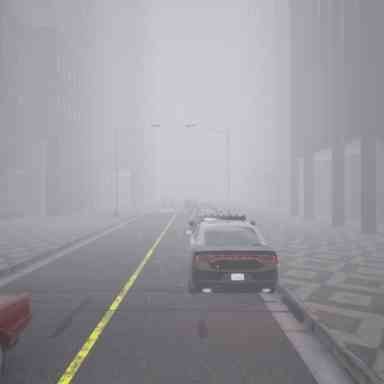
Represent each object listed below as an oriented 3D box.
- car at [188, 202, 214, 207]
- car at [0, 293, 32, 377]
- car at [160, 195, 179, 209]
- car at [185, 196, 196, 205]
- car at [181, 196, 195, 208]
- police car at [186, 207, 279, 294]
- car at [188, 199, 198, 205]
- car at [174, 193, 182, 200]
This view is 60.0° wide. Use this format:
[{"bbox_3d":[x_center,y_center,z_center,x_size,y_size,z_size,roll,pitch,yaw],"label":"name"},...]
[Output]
[{"bbox_3d":[0.826,1.521,18.855,1.812,1.442,4.674,0,0,0],"label":"car"},{"bbox_3d":[-3.108,1.601,2.299,1.895,1.301,4.718,0,0,0],"label":"car"},{"bbox_3d":[-3.282,1.470,46.181,2.128,1.511,4.902,0,0,0],"label":"car"},{"bbox_3d":[-0.242,1.452,60.445,1.882,1.535,5.008,0,0,0],"label":"car"},{"bbox_3d":[-0.160,1.505,46.165,1.812,1.442,4.674,0,0,0],"label":"car"},{"bbox_3d":[0.865,1.425,8.964,1.930,1.638,5.238,0,0,0],"label":"police car"},{"bbox_3d":[0.801,1.496,24.856,1.837,1.490,4.892,0,0,0],"label":"car"},{"bbox_3d":[-3.358,1.475,89.221,1.837,1.490,4.892,0,0,0],"label":"car"}]
